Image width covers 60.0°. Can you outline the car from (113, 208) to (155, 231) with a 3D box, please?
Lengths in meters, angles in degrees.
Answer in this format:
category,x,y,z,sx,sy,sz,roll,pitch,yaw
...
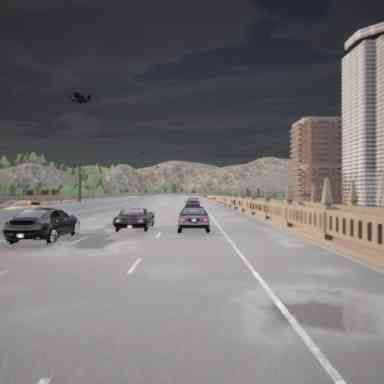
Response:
category,x,y,z,sx,sy,sz,roll,pitch,yaw
car,-3.397,1.602,20.382,1.895,1.301,4.718,0,0,0

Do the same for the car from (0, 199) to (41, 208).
category,x,y,z,sx,sy,sz,roll,pitch,yaw
car,-14.079,1.480,27.957,1.882,1.535,5.008,0,0,0

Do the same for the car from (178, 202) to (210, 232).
category,x,y,z,sx,sy,sz,roll,pitch,yaw
car,0.102,1.549,20.173,2.033,1.411,5.357,0,0,0

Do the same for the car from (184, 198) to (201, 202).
category,x,y,z,sx,sy,sz,roll,pitch,yaw
car,0.075,1.508,42.676,1.837,1.490,4.892,0,0,0

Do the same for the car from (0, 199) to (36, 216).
category,x,y,z,sx,sy,sz,roll,pitch,yaw
car,-17.563,1.509,33.011,1.837,1.490,4.892,0,0,0

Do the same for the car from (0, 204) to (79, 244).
category,x,y,z,sx,sy,sz,roll,pitch,yaw
car,-6.899,1.506,15.791,1.837,1.490,4.892,0,0,0
